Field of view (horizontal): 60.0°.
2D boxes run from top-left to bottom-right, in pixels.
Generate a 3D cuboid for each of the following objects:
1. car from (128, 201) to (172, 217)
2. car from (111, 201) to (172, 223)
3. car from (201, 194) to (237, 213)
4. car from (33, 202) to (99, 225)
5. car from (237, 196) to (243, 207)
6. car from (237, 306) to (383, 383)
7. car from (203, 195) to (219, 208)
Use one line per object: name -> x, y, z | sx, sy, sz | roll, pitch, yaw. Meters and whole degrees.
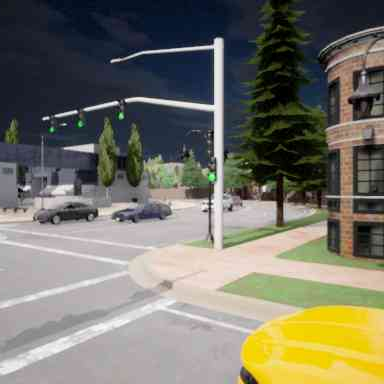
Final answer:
car -> -3.955, 1.573, 32.159 | 1.994, 1.385, 4.181 | 0, 0, 32
car -> -3.777, 1.555, 26.039 | 2.033, 1.411, 5.357 | 0, 0, 35
car -> 2.921, 1.229, 37.086 | 2.150, 2.045, 5.566 | 0, 0, 25
car -> -9.161, 1.513, 24.498 | 1.837, 1.490, 4.892 | 0, 0, 35
car -> 6.651, 1.360, 51.141 | 2.097, 1.767, 4.553 | 0, 0, 5
car -> 2.679, 1.477, 2.056 | 5.008, 1.535, 1.882 | 0, 0, 36
car -> 2.917, 1.361, 49.456 | 2.097, 1.767, 4.553 | 0, 0, 8
